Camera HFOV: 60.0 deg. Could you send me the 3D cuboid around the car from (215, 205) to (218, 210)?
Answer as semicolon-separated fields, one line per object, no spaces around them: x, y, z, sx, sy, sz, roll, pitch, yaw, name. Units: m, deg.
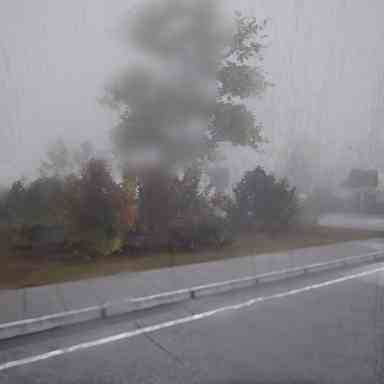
2.058;2.427;53.368;4.181;1.385;1.994;-1;-1;41;car
